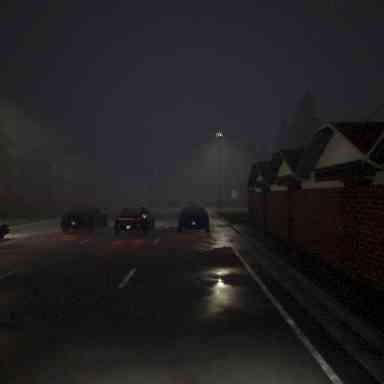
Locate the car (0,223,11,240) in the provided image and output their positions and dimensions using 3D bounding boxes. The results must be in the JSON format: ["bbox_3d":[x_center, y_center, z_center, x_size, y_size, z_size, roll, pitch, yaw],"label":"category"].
[{"bbox_3d":[-10.398,1.699,14.885,2.033,1.411,5.357,0,-1,0],"label":"car"}]

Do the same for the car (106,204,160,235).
[{"bbox_3d":[-3.399,1.696,20.220,2.128,1.511,4.902,0,-1,0],"label":"car"}]

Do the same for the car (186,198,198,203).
[{"bbox_3d":[0.004,2.117,62.330,2.128,1.511,4.902,0,-1,0],"label":"car"}]

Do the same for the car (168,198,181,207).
[{"bbox_3d":[-3.496,2.156,62.746,1.812,1.442,4.674,0,-1,0],"label":"car"}]

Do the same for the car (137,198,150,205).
[{"bbox_3d":[-10.495,2.104,72.750,2.128,1.511,4.902,0,-1,0],"label":"car"}]

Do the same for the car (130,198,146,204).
[{"bbox_3d":[-10.496,2.156,62.745,1.812,1.442,4.674,0,-1,0],"label":"car"}]

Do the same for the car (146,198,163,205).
[{"bbox_3d":[-6.996,2.131,62.330,1.837,1.490,4.892,0,-1,0],"label":"car"}]

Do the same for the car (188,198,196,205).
[{"bbox_3d":[0.005,2.078,72.750,1.837,1.490,4.892,0,-1,0],"label":"car"}]

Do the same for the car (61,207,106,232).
[{"bbox_3d":[-6.898,1.698,21.829,1.882,1.535,5.008,0,-1,0],"label":"car"}]

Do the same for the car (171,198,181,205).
[{"bbox_3d":[-3.495,2.118,72.749,2.033,1.411,5.357,0,-1,0],"label":"car"}]

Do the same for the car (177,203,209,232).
[{"bbox_3d":[0.101,1.698,21.836,1.882,1.535,5.008,0,-1,0],"label":"car"}]

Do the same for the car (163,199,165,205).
[{"bbox_3d":[-6.995,2.079,72.750,1.837,1.490,4.892,0,-1,0],"label":"car"}]
